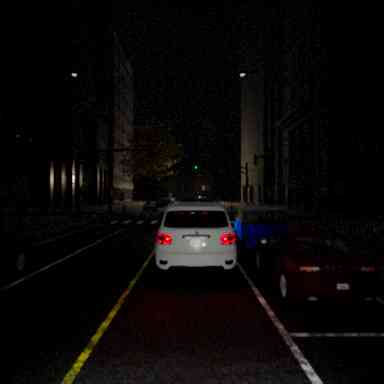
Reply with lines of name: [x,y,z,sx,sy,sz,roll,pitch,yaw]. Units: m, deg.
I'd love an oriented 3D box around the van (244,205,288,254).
van: [2.768,1.464,13.860,1.690,1.788,3.998,0,-1,0]

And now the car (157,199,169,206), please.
car: [-5.820,2.177,67.593,2.008,1.369,4.403,0,-1,0]

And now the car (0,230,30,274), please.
car: [-5.784,1.619,8.344,1.887,1.381,4.507,0,0,0]

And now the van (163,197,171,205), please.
van: [-5.829,2.073,78.172,1.690,1.788,3.998,0,-1,0]

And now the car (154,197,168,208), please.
car: [-5.815,1.889,62.306,2.192,1.841,5.009,0,-1,0]

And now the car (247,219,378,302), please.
car: [2.771,1.619,8.333,1.887,1.381,4.507,0,-1,0]

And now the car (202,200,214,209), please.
car: [2.714,2.092,57.253,1.947,1.339,4.313,0,-1,0]

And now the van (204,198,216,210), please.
van: [2.720,1.815,51.843,1.690,1.788,3.998,0,-1,0]

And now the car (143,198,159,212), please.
car: [-5.807,1.946,46.265,1.752,1.417,4.829,0,-1,0]

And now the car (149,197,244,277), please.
car: [0.095,1.319,10.681,2.150,2.045,5.566,0,0,0]

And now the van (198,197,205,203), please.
van: [2.681,2.245,95.147,1.690,1.788,3.998,0,-1,0]

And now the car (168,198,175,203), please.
car: [-5.844,2.416,93.866,1.752,1.417,4.829,0,-1,0]

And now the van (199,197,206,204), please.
van: [2.690,2.135,84.320,1.690,1.788,3.998,0,-1,0]

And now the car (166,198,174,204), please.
car: [-5.839,2.404,88.746,1.947,1.339,4.313,0,-1,0]
